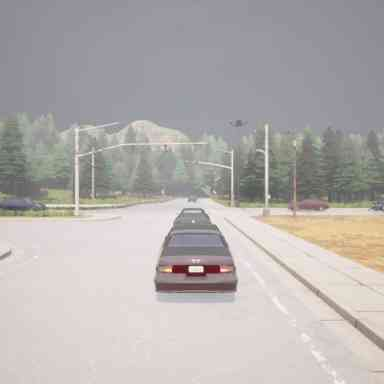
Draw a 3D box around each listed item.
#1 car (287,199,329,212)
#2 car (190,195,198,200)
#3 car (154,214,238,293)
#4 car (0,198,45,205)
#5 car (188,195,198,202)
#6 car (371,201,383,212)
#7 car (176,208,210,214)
[{"bbox_3d":[13.580,1.542,38.899,4.674,1.442,1.812,0,0,1],"label":"car"},{"bbox_3d":[0.575,1.597,92.210,1.895,1.301,4.718,0,0,2],"label":"car"},{"bbox_3d":[0.077,1.549,8.987,2.033,1.411,5.357,0,0,0],"label":"car"},{"bbox_3d":[-18.086,1.397,35.750,4.553,1.767,2.097,0,0,1],"label":"car"},{"bbox_3d":[0.059,1.542,76.707,2.033,1.411,5.357,0,0,1],"label":"car"},{"bbox_3d":[23.444,1.499,38.730,4.902,1.511,2.128,0,0,1],"label":"car"},{"bbox_3d":[0.046,1.563,18.368,1.994,1.385,4.181,0,0,1],"label":"car"}]
